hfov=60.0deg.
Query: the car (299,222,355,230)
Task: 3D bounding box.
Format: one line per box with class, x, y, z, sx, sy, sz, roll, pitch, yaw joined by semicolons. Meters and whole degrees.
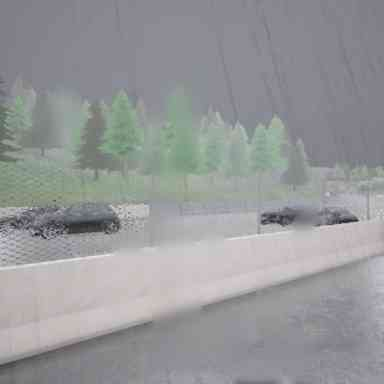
car;7.866;1.564;19.226;4.181;1.385;1.994;0;0;-41
